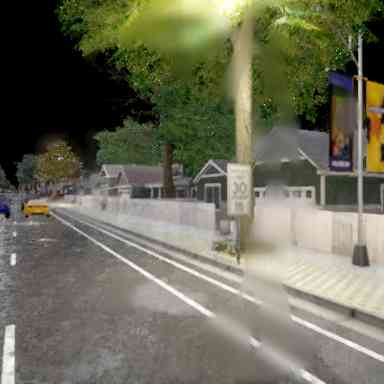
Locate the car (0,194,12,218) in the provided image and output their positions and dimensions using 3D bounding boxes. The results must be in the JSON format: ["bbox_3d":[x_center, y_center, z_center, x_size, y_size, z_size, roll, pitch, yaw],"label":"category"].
[{"bbox_3d":[-17.107,1.170,29.098,2.150,2.045,5.566,0,0,-27],"label":"car"}]

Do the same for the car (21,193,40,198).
[{"bbox_3d":[-20.030,1.171,41.496,2.150,2.045,5.566,0,0,-27],"label":"car"}]

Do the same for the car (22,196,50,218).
[{"bbox_3d":[-14.145,1.444,30.334,1.882,1.535,5.008,0,0,-27],"label":"car"}]

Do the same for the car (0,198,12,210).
[{"bbox_3d":[-23.583,1.492,41.420,1.994,1.385,4.181,0,0,-28],"label":"car"}]
